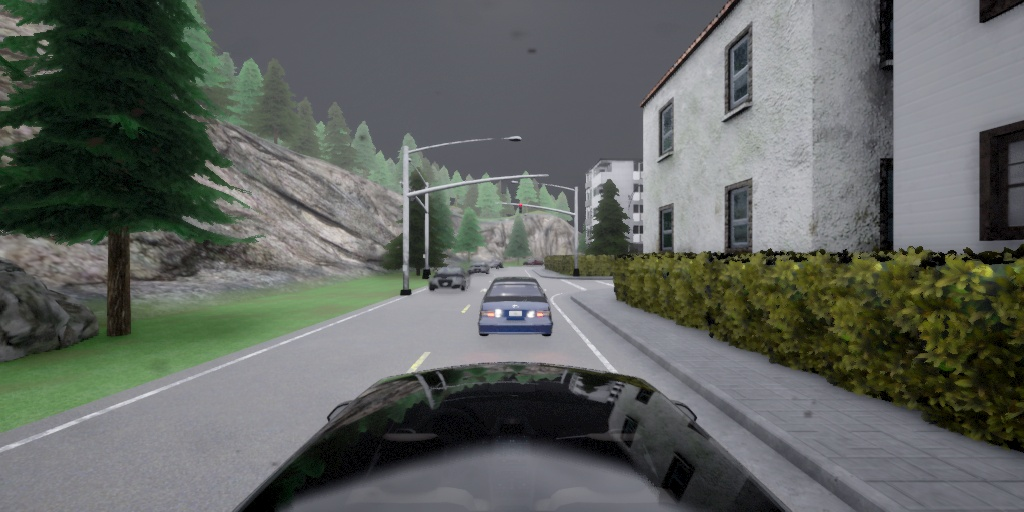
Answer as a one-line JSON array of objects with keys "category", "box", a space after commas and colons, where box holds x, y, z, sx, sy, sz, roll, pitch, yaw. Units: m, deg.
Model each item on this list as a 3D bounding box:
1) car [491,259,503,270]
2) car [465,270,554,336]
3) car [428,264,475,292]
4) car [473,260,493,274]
[{"category": "car", "box": [-2.624, 1.241, 53.865, 2.128, 1.511, 4.902, 0, 0, 11]}, {"category": "car", "box": [0.088, 1.297, 10.313, 2.033, 1.411, 5.357, 0, 0, 0]}, {"category": "car", "box": [-3.578, 1.314, 21.226, 1.994, 1.385, 4.181, 0, 0, 0]}, {"category": "car", "box": [-3.489, 1.314, 38.323, 1.994, 1.385, 4.181, 0, 0, 1]}]
